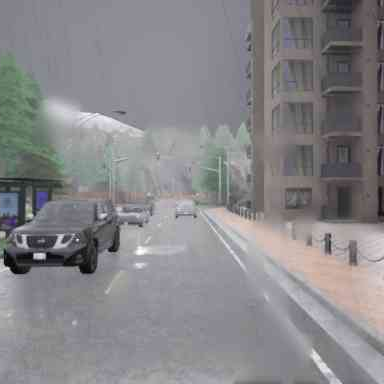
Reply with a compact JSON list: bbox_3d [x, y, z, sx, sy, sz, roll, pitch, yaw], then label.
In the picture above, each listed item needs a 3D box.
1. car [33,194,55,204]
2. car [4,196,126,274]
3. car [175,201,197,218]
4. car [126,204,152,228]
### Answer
[{"bbox_3d":[-26.307,1.208,59.265,1.932,1.855,4.605,0,0,-3],"label":"car"},{"bbox_3d":[-3.839,1.231,10.965,2.150,2.045,5.566,0,0,-2],"label":"car"},{"bbox_3d":[-0.531,1.550,29.942,1.812,1.442,4.674,0,0,-1],"label":"car"},{"bbox_3d":[-4.047,1.619,22.422,1.895,1.301,4.718,0,0,-1],"label":"car"}]
